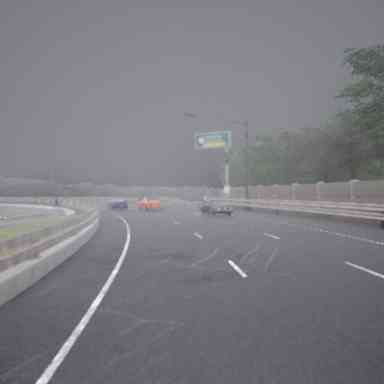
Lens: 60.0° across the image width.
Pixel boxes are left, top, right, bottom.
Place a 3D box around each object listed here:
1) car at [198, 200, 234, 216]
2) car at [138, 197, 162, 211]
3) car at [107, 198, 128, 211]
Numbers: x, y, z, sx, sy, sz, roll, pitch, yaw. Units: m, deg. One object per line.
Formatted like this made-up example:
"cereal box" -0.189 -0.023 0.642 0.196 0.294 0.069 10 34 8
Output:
"car" 2.202 1.499 31.511 2.033 1.411 5.357 -1 0 -17
"car" -5.336 1.384 41.864 2.097 1.767 4.553 -1 0 -23
"car" -9.677 1.561 42.981 1.882 1.535 5.008 -1 0 -25
